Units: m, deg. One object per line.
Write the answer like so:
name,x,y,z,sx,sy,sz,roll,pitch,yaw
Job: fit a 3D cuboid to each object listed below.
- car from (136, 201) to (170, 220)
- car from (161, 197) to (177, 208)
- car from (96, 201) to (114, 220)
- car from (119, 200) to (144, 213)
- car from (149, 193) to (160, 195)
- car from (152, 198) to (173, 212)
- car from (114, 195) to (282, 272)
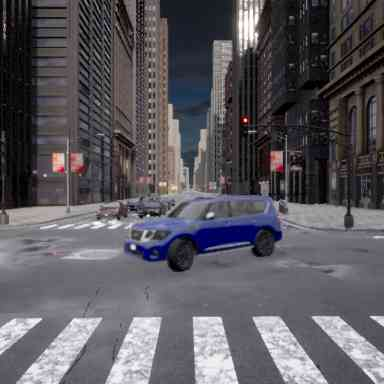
car,-3.362,1.533,29.511,2.033,1.411,5.357,0,0,4
car,-3.419,1.514,49.802,2.033,1.411,5.357,0,0,0
car,-6.634,1.512,28.077,1.812,1.442,4.674,0,0,0
car,-6.649,1.580,37.185,1.895,1.301,4.718,0,0,0
car,-6.639,1.175,57.874,2.150,2.045,5.566,0,0,1
car,-3.398,1.469,39.250,2.128,1.511,4.902,0,0,0
car,0.571,1.181,11.026,5.566,2.045,2.150,-1,-1,-35
